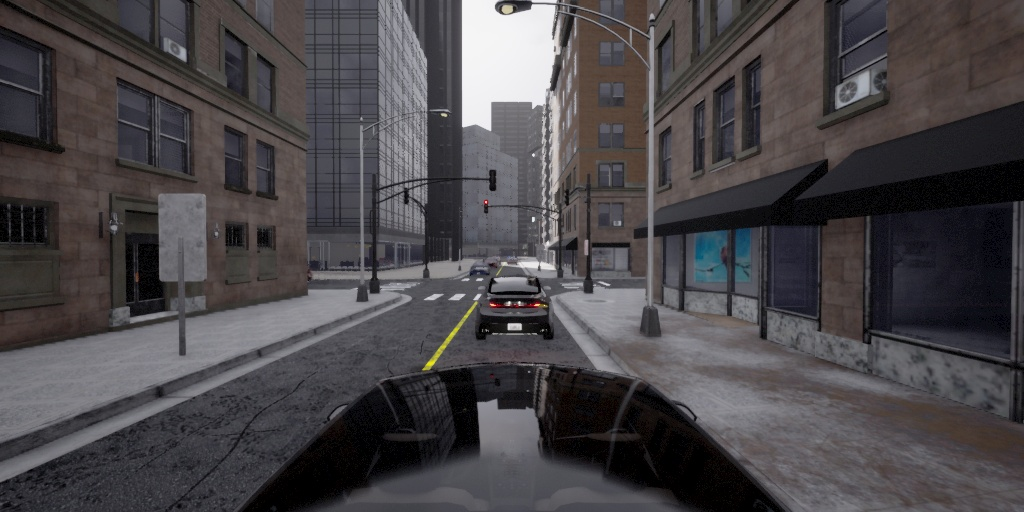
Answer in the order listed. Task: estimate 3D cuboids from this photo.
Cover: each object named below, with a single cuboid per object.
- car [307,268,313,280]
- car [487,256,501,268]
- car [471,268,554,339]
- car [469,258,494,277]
[{"bbox_3d":[-16.563,1.195,24.912,5.008,1.535,1.882,0,1,1],"label":"car"},{"bbox_3d":[-3.149,0.901,51.885,2.097,1.767,4.553,0,1,0],"label":"car"},{"bbox_3d":[0.070,1.252,10.008,1.837,1.490,4.892,0,0,0],"label":"car"},{"bbox_3d":[-3.114,1.233,35.457,2.033,1.411,5.357,0,0,-1],"label":"car"}]
